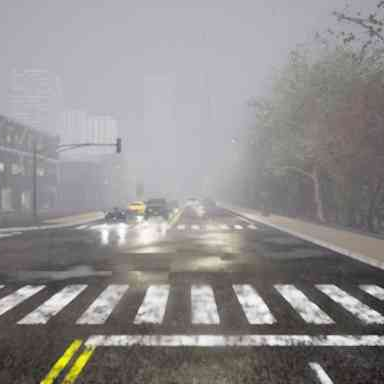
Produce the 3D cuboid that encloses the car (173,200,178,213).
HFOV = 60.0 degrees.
[{"bbox_3d":[-3.321,2.046,43.314,2.033,1.411,5.357,0,-1,0],"label":"car"}]

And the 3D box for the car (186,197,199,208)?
[{"bbox_3d":[0.146,1.929,61.669,2.150,2.045,5.566,0,-1,0],"label":"car"}]

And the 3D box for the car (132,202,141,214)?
[{"bbox_3d":[-6.572,1.936,39.824,1.882,1.535,5.008,0,-1,0],"label":"car"}]

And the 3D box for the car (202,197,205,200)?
[{"bbox_3d":[3.302,2.052,72.212,2.150,2.045,5.566,0,-1,0],"label":"car"}]

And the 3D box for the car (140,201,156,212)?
[{"bbox_3d":[-6.554,2.078,49.927,1.837,1.490,4.892,0,-1,0],"label":"car"}]

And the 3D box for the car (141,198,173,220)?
[{"bbox_3d":[-3.341,1.597,32.546,2.150,2.045,5.566,0,-1,-1],"label":"car"}]

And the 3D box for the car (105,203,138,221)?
[{"bbox_3d":[-6.587,1.955,30.692,1.895,1.301,4.718,0,-1,1],"label":"car"}]

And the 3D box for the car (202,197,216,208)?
[{"bbox_3d":[3.394,2.214,61.748,1.837,1.490,4.892,0,-1,0],"label":"car"}]
